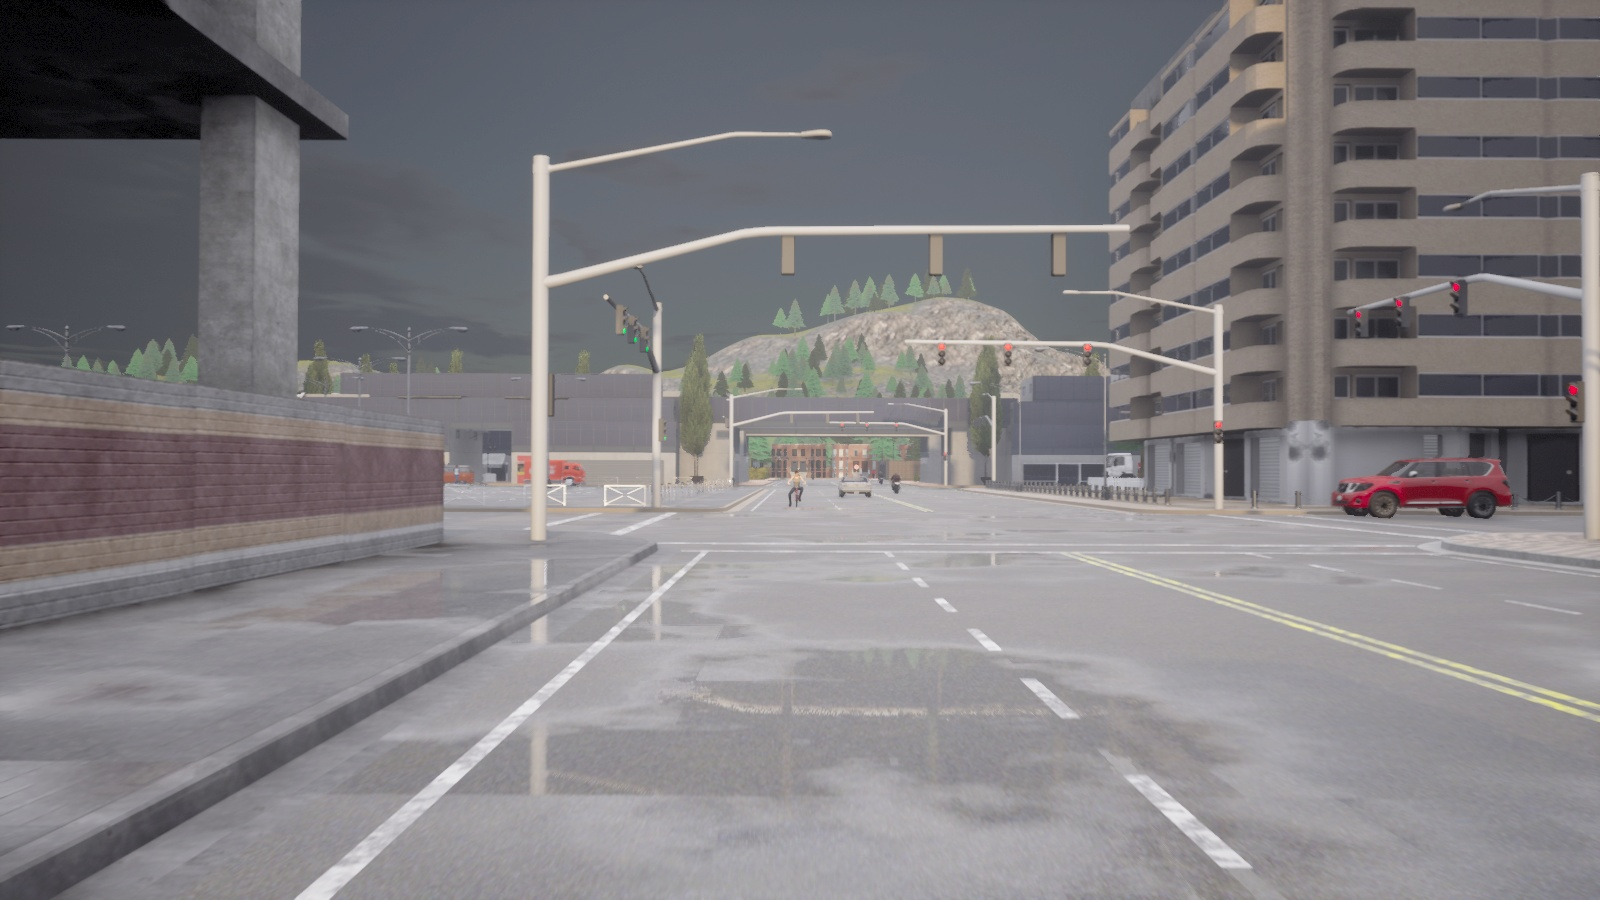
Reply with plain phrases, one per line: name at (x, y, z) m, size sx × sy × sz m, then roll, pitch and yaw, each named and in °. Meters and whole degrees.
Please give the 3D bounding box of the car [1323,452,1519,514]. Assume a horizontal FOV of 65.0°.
car at (20.973, 1.107, 42.570) m, size 5.566 × 2.045 × 2.150 m, roll 0°, pitch -1°, yaw -1°

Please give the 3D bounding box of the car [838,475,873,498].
car at (3.317, 2.168, 75.631) m, size 1.895 × 1.301 × 4.718 m, roll 0°, pitch -1°, yaw 0°
